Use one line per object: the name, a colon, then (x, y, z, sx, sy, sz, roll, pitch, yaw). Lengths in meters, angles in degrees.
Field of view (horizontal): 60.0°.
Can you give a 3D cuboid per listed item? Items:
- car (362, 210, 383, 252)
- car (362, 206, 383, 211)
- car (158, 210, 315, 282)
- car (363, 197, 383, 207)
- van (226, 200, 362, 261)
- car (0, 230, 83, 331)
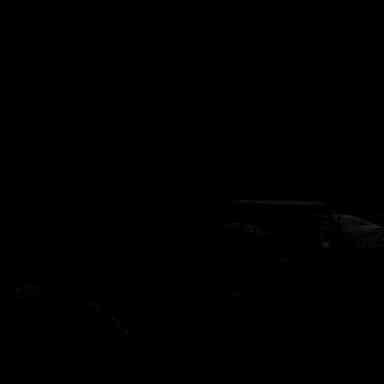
car: (5.311, 1.543, 13.224, 2.002, 1.452, 4.674, 0, 0, -35)
car: (7.587, 1.538, 14.813, 2.163, 1.488, 4.792, 0, 0, -35)
car: (0.791, 1.492, 9.999, 2.097, 1.535, 5.008, 0, 0, -35)
car: (9.815, 1.262, 16.472, 2.435, 2.045, 5.566, 0, 0, -35)
van: (3.117, 1.272, 11.520, 1.878, 1.987, 4.442, 0, 0, -35)
car: (-3.750, 1.511, 6.806, 2.163, 1.488, 4.792, 0, 0, -36)
